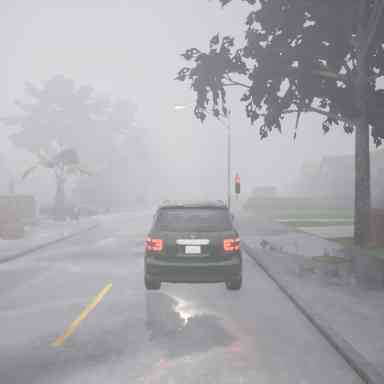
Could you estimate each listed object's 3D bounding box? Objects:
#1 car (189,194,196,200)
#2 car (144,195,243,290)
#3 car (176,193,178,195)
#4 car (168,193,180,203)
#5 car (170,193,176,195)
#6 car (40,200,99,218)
[{"bbox_3d":[0.078,1.356,88.161,1.812,1.442,4.674,0,0,0],"label":"car"},{"bbox_3d":[0.045,1.221,9.205,2.150,2.045,5.566,0,0,1],"label":"car"},{"bbox_3d":[-4.003,1.491,62.846,2.128,1.511,4.902,0,0,0],"label":"car"},{"bbox_3d":[-3.935,1.225,73.359,2.150,2.045,5.566,0,0,0],"label":"car"},{"bbox_3d":[-4.046,1.352,52.444,2.097,1.767,4.553,0,0,0],"label":"car"},{"bbox_3d":[-10.617,1.505,29.062,4.892,1.490,1.837,0,0,-3],"label":"car"}]
